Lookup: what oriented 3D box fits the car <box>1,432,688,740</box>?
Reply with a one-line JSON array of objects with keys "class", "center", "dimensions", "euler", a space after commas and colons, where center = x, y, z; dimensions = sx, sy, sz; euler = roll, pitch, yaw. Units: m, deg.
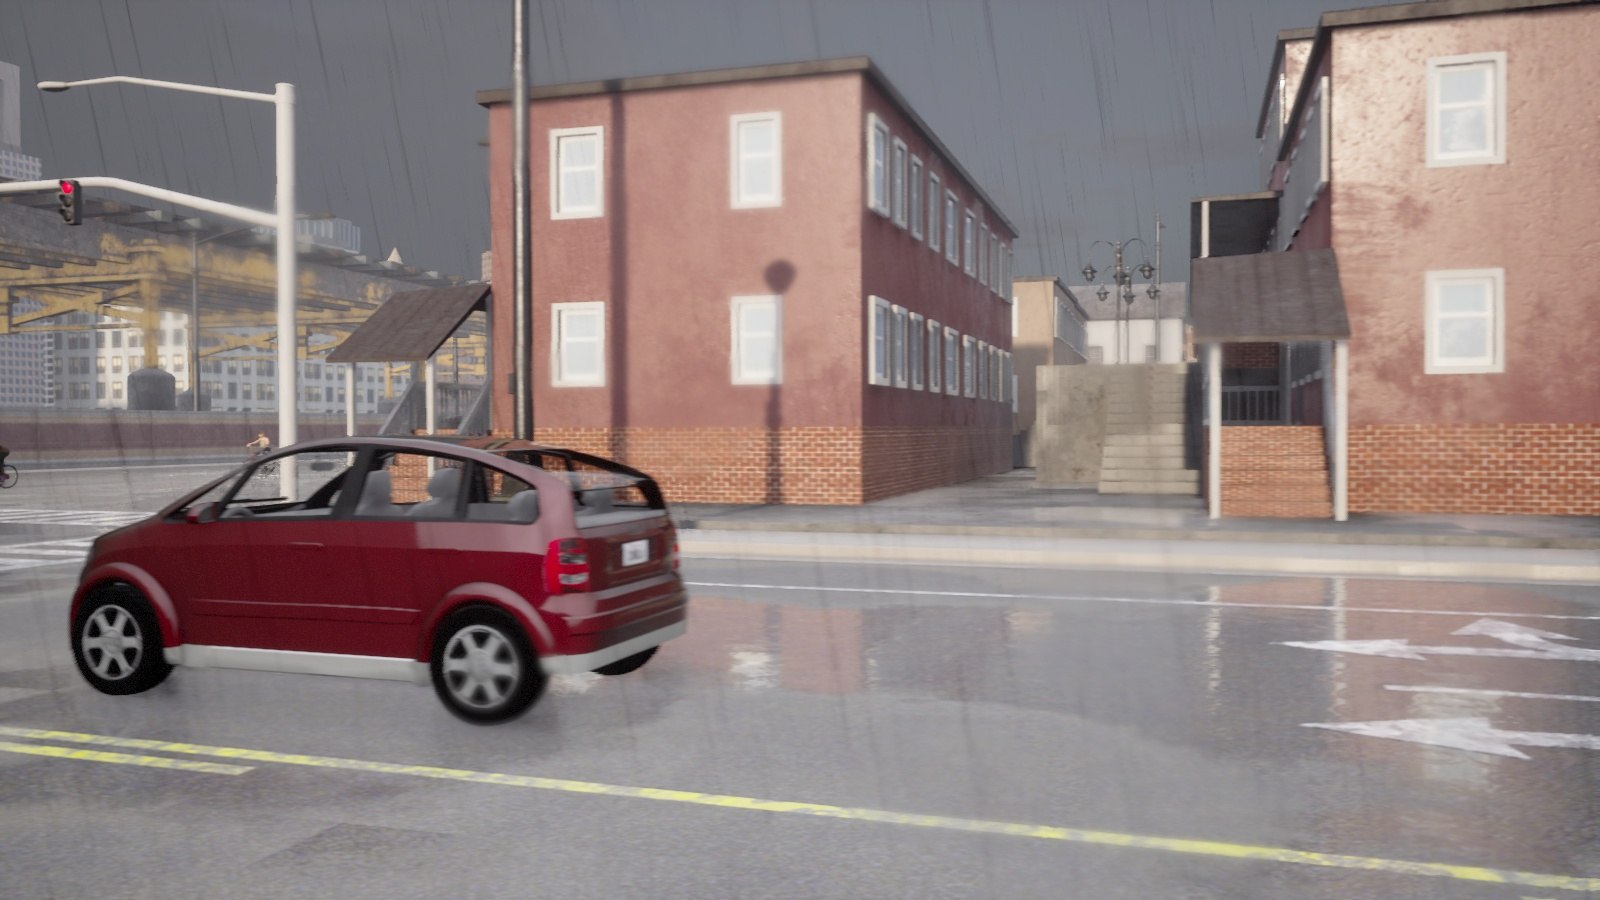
[{"class": "car", "center": [-2.767, 0.669, 7.816], "dimensions": [3.705, 1.549, 1.789], "euler": [1, 1, 19]}]
